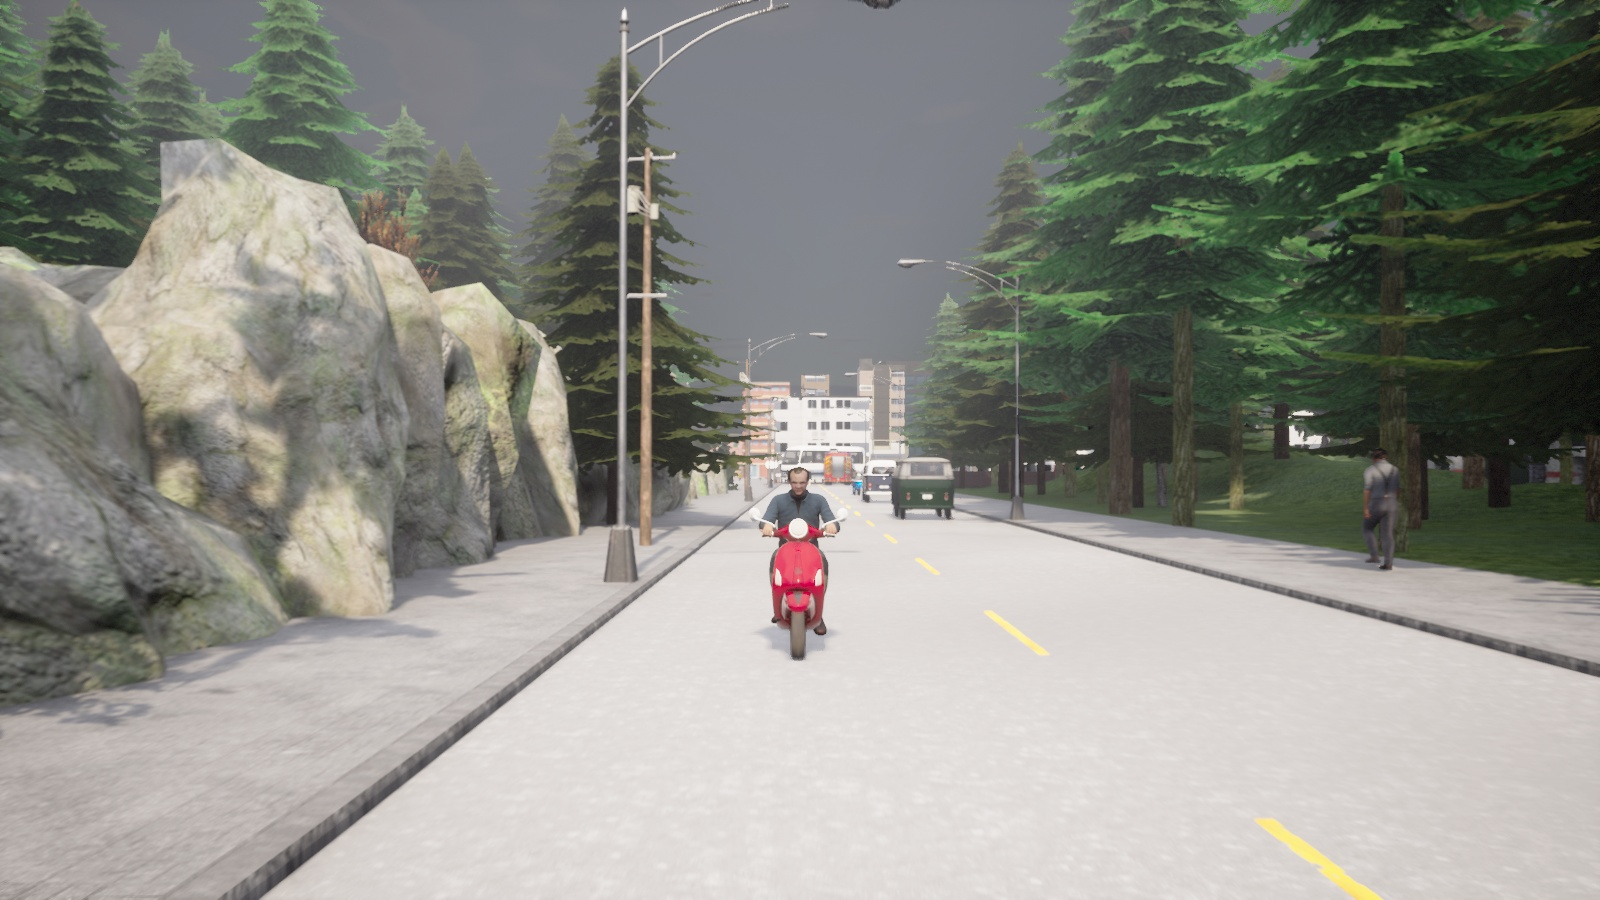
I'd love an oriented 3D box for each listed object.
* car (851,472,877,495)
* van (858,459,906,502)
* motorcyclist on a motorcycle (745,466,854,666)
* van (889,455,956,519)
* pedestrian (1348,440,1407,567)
[{"bbox_3d":[4.018,2.091,78.892,1.481,1.376,2.207,0,-1,0],"label":"car"},{"bbox_3d":[4.011,1.495,62.127,2.069,2.038,4.480,0,-1,0],"label":"van"},{"bbox_3d":[-0.006,0.939,10.961,0.866,1.590,1.817,0,-1,0],"label":"motorcyclist on a motorcycle"},{"bbox_3d":[4.004,1.203,41.715,1.775,1.987,4.442,0,-1,0],"label":"van"},{"bbox_3d":[8.575,0.782,18.674,0.540,1.848,0.694,0,-1,0],"label":"pedestrian"}]
